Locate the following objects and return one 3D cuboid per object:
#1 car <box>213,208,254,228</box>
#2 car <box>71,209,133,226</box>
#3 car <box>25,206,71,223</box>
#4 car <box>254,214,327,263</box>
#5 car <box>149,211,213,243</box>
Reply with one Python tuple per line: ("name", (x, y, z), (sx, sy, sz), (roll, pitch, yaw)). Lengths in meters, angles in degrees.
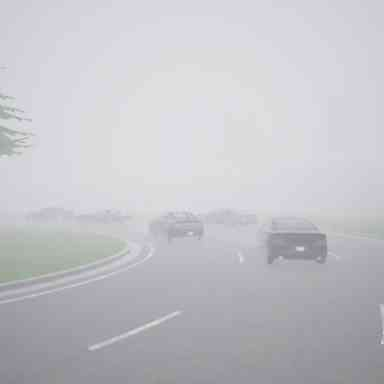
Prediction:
("car", (2.566, 1.935, 25.704), (2.033, 1.411, 5.357), (0, -1, -40))
("car", (-7.588, 2.159, 28.507), (4.718, 1.301, 1.895), (-1, -1, 20))
("car", (-14.055, 2.215, 33.010), (4.892, 1.490, 1.837), (-1, -1, 6))
("car", (3.628, 1.644, 12.720), (1.882, 1.535, 5.008), (0, -1, 6))
("car", (-0.981, 1.802, 18.191), (2.128, 1.511, 4.902), (0, -1, -22))
